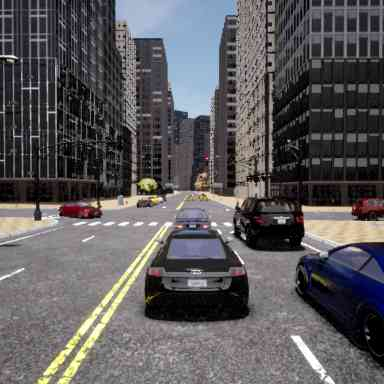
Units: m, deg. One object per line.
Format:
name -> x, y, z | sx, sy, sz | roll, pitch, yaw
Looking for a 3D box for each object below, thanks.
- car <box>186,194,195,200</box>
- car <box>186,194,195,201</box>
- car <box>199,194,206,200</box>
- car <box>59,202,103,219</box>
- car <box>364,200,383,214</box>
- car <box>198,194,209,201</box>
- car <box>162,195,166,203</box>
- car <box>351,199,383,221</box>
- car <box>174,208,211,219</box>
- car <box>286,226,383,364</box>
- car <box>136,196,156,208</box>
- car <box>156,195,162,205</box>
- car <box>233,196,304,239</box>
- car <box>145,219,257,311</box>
car -> -0.405, 1.268, 89.093 | 2.128, 1.511, 4.902 | 0, 0, 0
car -> -0.357, 1.396, 78.676 | 1.882, 1.535, 5.008 | 0, 0, 0
car -> 2.845, 1.243, 89.107 | 1.837, 1.490, 4.892 | 0, 0, 0
car -> -9.600, 1.532, 28.704 | 4.181, 1.385, 1.994 | 1, 1, 34
car -> 21.646, 1.643, 36.272 | 4.829, 1.417, 1.752 | 1, 0, 1
car -> 2.893, 1.396, 78.690 | 1.882, 1.535, 5.008 | 0, 0, 0
car -> -6.832, 1.469, 66.594 | 1.812, 1.442, 4.674 | 0, 0, 0
car -> 16.075, 1.520, 27.960 | 5.009, 1.841, 2.192 | 1, 0, 1
car -> 0.023, 1.538, 17.043 | 2.033, 1.411, 5.357 | 0, 0, 0
car -> 3.334, 1.561, 5.852 | 1.994, 1.385, 4.181 | 0, 0, -1
car -> -6.810, 1.530, 48.218 | 1.994, 1.385, 4.181 | 0, 0, 0
car -> -6.842, 1.433, 57.146 | 1.882, 1.535, 5.008 | 0, 0, 0
car -> 3.306, 1.213, 15.272 | 2.150, 2.045, 5.566 | 0, 0, -2
car -> 0.067, 1.560, 7.821 | 1.994, 1.385, 4.181 | 0, 0, -1
